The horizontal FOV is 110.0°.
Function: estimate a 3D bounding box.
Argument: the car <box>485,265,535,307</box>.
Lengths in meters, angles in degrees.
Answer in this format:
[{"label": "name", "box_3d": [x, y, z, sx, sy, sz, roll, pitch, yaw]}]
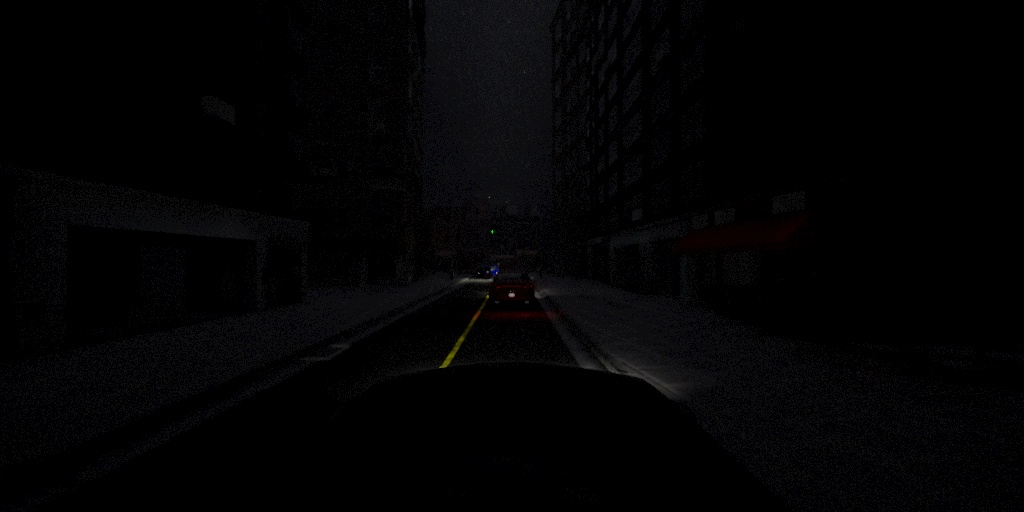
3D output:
[{"label": "car", "box_3d": [0.003, 1.371, 16.322, 1.882, 1.535, 5.008, 0, 0, 0]}]

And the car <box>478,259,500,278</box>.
[{"label": "car", "box_3d": [-2.515, 1.324, 39.539, 2.150, 2.045, 5.566, 0, -1, 0]}]
